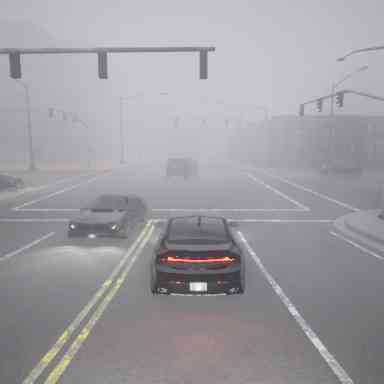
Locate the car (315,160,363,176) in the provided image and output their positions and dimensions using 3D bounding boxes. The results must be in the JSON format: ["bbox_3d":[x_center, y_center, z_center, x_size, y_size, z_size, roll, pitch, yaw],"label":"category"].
[{"bbox_3d":[15.667,-2.657,35.555,4.553,1.767,2.097,0,8,0],"label":"car"}]

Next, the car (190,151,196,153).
[{"bbox_3d":[0.285,-10.453,89.592,2.033,1.411,5.357,0,8,0],"label":"car"}]

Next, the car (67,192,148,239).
[{"bbox_3d":[-3.057,0.764,13.361,2.033,1.411,5.357,1,6,4],"label":"car"}]

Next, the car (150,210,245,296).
[{"bbox_3d":[0.116,1.200,8.071,1.837,1.490,4.892,0,4,0],"label":"car"}]

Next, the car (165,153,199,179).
[{"bbox_3d":[-0.942,-2.576,34.170,2.150,2.045,5.566,3,9,16],"label":"car"}]

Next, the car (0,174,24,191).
[{"bbox_3d":[-15.807,-0.915,25.222,5.357,1.411,2.033,0,8,0],"label":"car"}]
